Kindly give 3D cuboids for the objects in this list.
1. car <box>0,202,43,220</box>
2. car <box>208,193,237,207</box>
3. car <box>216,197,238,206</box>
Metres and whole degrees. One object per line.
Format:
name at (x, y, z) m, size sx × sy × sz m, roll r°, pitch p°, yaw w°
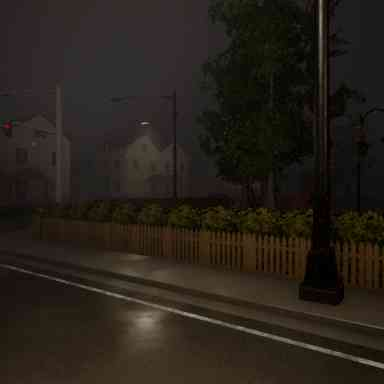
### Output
car at (-14.530, 1.547, 28.267) m, size 2.033 × 1.411 × 5.357 m, roll 0°, pitch 0°, yaw 35°
car at (4.256, 1.221, 48.838) m, size 2.150 × 2.045 × 5.566 m, roll 0°, pitch 0°, yaw 35°
car at (6.179, 1.536, 57.915) m, size 1.812 × 1.442 × 4.674 m, roll 0°, pitch 0°, yaw 35°
